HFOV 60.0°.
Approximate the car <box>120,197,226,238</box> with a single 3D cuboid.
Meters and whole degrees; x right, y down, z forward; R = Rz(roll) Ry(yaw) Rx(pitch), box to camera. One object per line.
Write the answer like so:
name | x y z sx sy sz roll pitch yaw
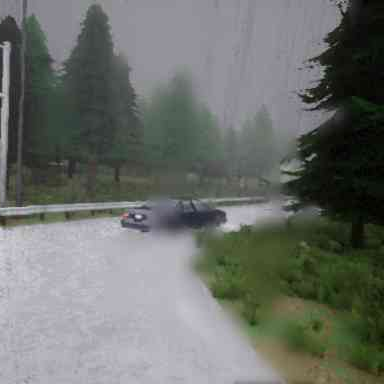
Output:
car | -0.484 0.915 13.609 2.033 1.411 5.357 3 2 33
